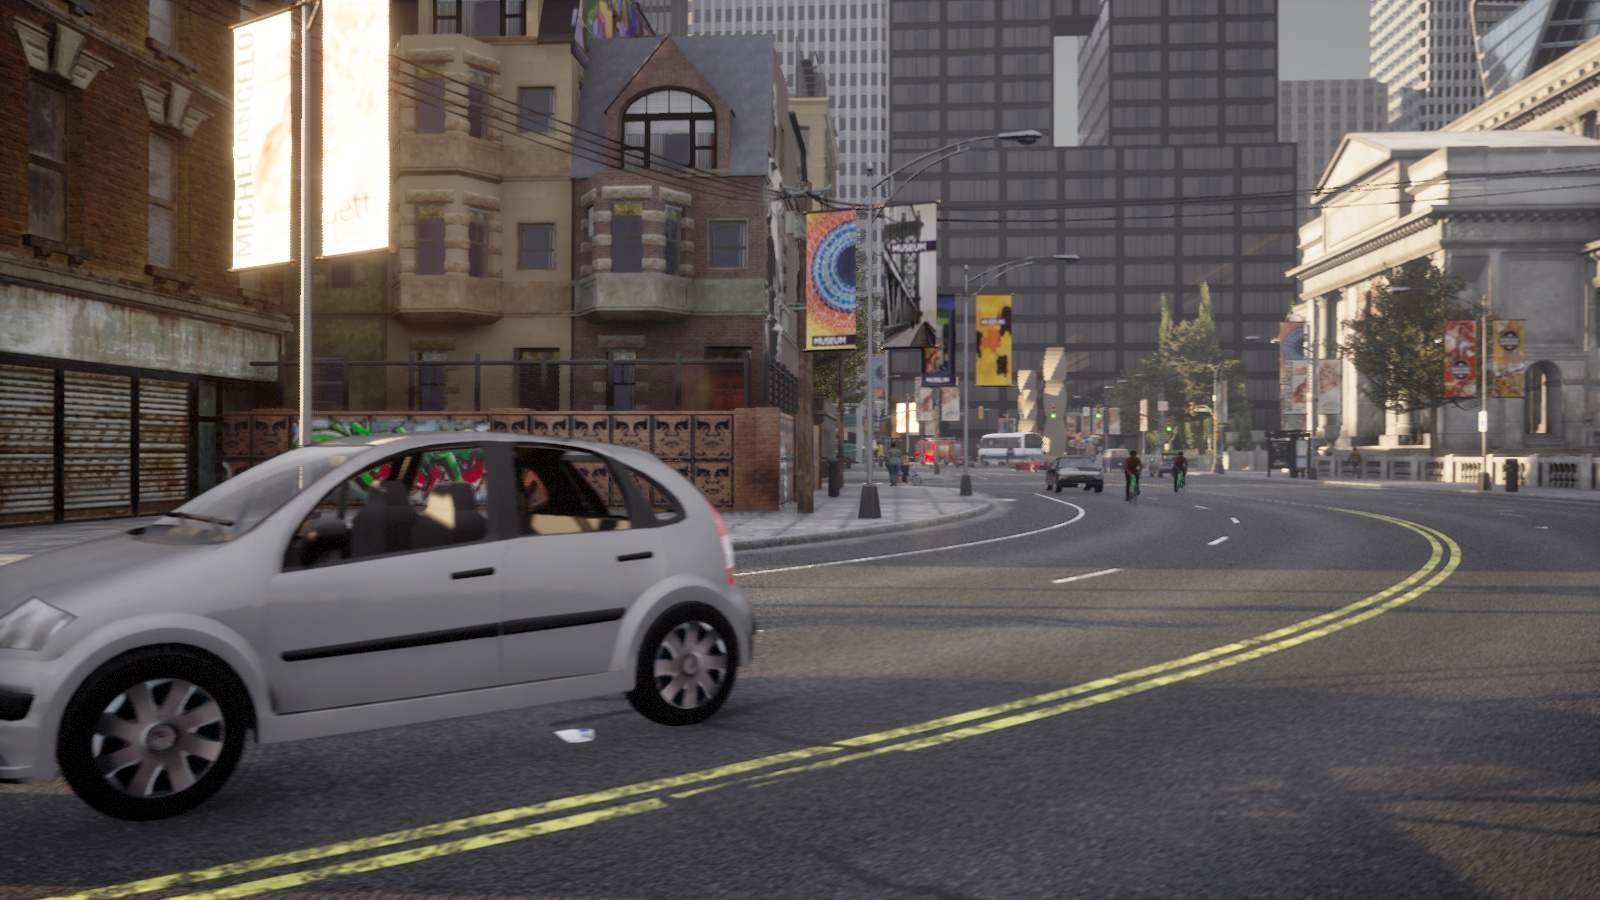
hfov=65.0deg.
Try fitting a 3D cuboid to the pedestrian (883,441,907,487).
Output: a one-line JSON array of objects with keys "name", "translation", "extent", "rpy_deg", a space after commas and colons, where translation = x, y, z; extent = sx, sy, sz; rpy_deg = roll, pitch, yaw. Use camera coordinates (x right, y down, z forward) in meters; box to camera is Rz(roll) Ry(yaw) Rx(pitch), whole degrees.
[{"name": "pedestrian", "translation": [3.923, 0.567, 51.860], "extent": [0.874, 1.855, 0.900], "rpy_deg": [0, 0, -5]}]

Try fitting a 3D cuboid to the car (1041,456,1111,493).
[{"name": "car", "translation": [10.971, 0.933, 50.243], "extent": [2.033, 1.411, 5.357], "rpy_deg": [0, 0, 5]}]

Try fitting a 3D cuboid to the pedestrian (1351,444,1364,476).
[{"name": "pedestrian", "translation": [31.515, 0.555, 70.955], "extent": [0.370, 1.835, 0.726], "rpy_deg": [0, 0, -3]}]

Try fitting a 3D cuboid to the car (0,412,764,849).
[{"name": "car", "translation": [-2.309, 0.672, 6.476], "extent": [3.988, 1.617, 1.851], "rpy_deg": [0, 0, -42]}]

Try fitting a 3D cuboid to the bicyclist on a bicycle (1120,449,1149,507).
[{"name": "bicyclist on a bicycle", "translation": [9.709, 0.795, 36.463], "extent": [0.582, 1.620, 1.656], "rpy_deg": [0, 0, 7]}]

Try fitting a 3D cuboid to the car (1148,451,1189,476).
[{"name": "car", "translation": [24.319, 0.857, 82.927], "extent": [1.851, 1.617, 3.988], "rpy_deg": [0, 0, 5]}]
